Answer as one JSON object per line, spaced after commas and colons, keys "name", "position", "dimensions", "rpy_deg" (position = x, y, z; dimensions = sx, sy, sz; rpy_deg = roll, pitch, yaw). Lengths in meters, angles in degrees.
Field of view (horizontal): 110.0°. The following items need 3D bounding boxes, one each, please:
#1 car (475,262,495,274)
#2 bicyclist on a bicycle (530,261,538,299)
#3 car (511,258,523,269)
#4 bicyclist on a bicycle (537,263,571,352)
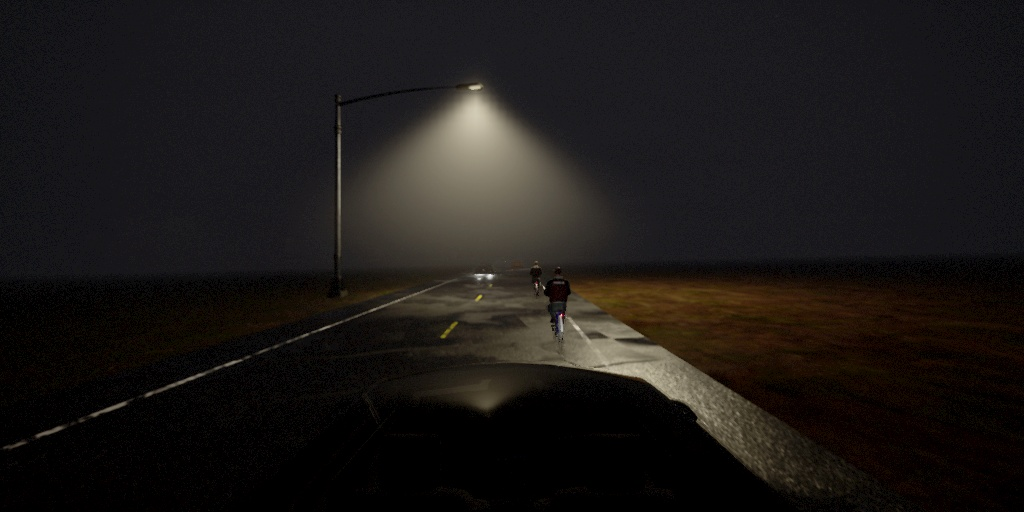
{"name": "car", "position": [-3.040, 1.329, 40.931], "dimensions": [1.994, 1.385, 4.181], "rpy_deg": [0, 0, 1]}
{"name": "bicyclist on a bicycle", "position": [1.139, 1.125, 17.053], "dimensions": [0.659, 1.776, 1.843], "rpy_deg": [0, 0, 1]}
{"name": "car", "position": [0.829, 1.261, 59.564], "dimensions": [1.882, 1.535, 5.008], "rpy_deg": [0, 0, 0]}
{"name": "bicyclist on a bicycle", "position": [1.012, 1.123, 8.084], "dimensions": [0.659, 1.776, 1.843], "rpy_deg": [0, 0, 1]}
